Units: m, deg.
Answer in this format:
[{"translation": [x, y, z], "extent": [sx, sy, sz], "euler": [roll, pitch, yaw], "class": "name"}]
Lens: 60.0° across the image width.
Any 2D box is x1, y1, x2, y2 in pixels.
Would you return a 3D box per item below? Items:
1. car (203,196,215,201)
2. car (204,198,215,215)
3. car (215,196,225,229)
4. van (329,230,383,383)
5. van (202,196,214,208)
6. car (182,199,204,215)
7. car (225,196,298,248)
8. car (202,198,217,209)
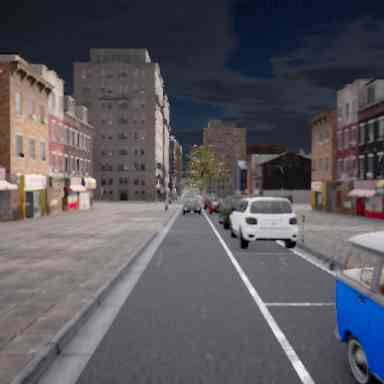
[{"translation": [2.595, 1.419, 45.046], "extent": [2.192, 1.841, 5.009], "euler": [-2, 0, 0], "class": "car"}, {"translation": [2.606, 1.600, 34.464], "extent": [1.887, 1.381, 4.507], "euler": [-2, 0, 0], "class": "car"}, {"translation": [2.974, 1.245, 21.821], "extent": [2.150, 2.045, 5.566], "euler": [0, 0, 0], "class": "car"}, {"translation": [2.614, 1.340, 2.722], "extent": [1.690, 1.788, 3.998], "euler": [-1, 0, 0], "class": "van"}, {"translation": [2.593, 1.491, 53.351], "extent": [1.690, 1.788, 3.998], "euler": [-2, 0, 0], "class": "van"}, {"translation": [0.013, 1.656, 34.328], "extent": [1.895, 1.301, 4.718], "euler": [0, 0, 1], "class": "car"}, {"translation": [2.976, 1.233, 14.818], "extent": [2.150, 2.045, 5.566], "euler": [0, 0, 0], "class": "car"}, {"translation": [2.600, 1.682, 50.029], "extent": [2.008, 1.369, 4.403], "euler": [-2, 0, 0], "class": "car"}]
